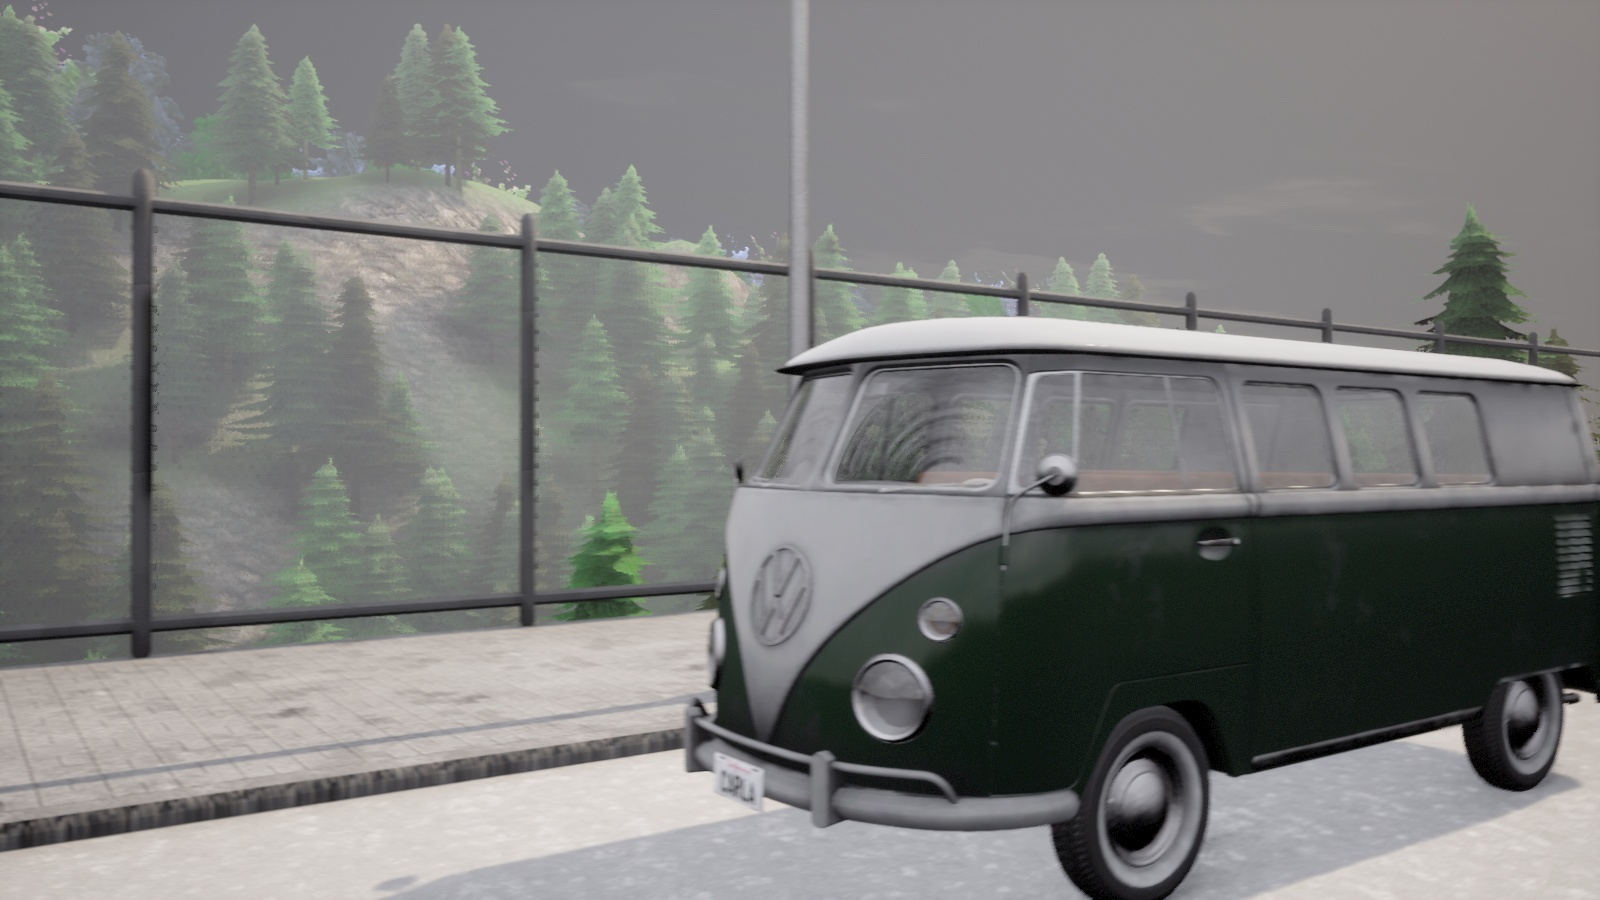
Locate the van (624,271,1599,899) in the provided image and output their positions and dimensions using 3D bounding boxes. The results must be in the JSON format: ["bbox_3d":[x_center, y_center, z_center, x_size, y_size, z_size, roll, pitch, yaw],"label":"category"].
[{"bbox_3d":[1.650,0.507,5.416,4.442,1.987,1.775,0,0,-35],"label":"van"}]
